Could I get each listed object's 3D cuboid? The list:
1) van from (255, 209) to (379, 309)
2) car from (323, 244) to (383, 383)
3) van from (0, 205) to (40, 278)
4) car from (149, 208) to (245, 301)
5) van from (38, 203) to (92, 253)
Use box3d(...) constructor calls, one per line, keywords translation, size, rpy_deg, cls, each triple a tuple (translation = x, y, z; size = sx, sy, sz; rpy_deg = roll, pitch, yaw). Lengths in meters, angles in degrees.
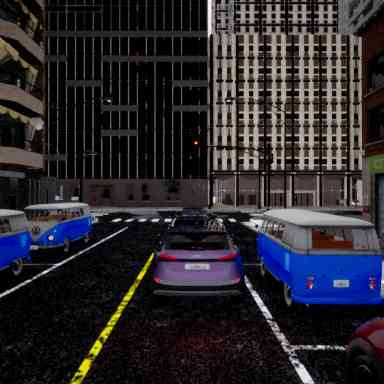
box3d(translation=(2.573, 1.343, 7.580), size=(1.690, 1.788, 3.998), rpy_deg=(0, 0, 0), cls="van")
box3d(translation=(2.570, 1.440, 1.890), size=(1.967, 1.590, 4.097), rpy_deg=(0, 0, 0), cls="car")
box3d(translation=(-5.308, 1.343, 7.578), size=(1.690, 1.788, 3.998), rpy_deg=(0, 0, 0), cls="van")
box3d(translation=(0.103, 1.432, 8.337), size=(2.033, 1.649, 4.856), rpy_deg=(0, 0, 0), cls="car")
box3d(translation=(-5.305, 1.345, 13.268), size=(1.690, 1.788, 3.998), rpy_deg=(0, 0, 0), cls="van")
